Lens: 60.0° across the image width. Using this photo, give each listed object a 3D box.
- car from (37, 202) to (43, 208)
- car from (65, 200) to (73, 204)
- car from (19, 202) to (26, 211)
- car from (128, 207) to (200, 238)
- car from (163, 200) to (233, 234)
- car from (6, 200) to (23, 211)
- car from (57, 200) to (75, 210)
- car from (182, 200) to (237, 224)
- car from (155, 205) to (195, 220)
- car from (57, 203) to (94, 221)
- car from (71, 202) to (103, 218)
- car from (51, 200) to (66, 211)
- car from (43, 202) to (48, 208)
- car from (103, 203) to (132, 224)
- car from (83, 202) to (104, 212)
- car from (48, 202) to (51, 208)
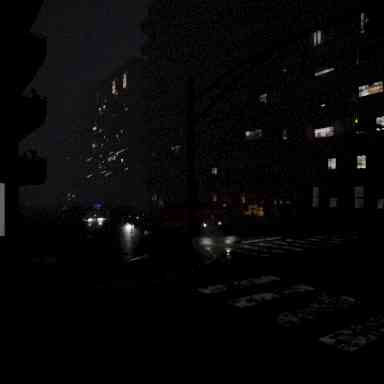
[{"bbox_3d":[-35.087,3.050,80.036,1.887,1.381,4.507,-1,0,-36],"label":"car"},{"bbox_3d":[-17.501,2.273,51.435,2.097,1.767,4.553,0,-1,-36],"label":"car"},{"bbox_3d":[-31.840,2.770,61.332,1.887,1.381,4.507,-1,0,-36],"label":"car"},{"bbox_3d":[-1.829,1.833,19.920,1.752,1.417,4.829,-1,0,-36],"label":"car"},{"bbox_3d":[0.013,1.532,21.804,2.150,2.045,5.566,0,-1,-36],"label":"car"},{"bbox_3d":[-35.169,2.640,65.917,2.192,1.841,5.009,-1,0,-36],"label":"car"},{"bbox_3d":[-25.122,2.524,66.278,2.192,1.841,5.009,-1,0,-36],"label":"car"},{"bbox_3d":[1.464,1.713,29.592,2.192,1.841,5.009,-1,0,-36],"label":"car"},{"bbox_3d":[-1.853,2.045,34.177,1.887,1.381,4.507,-1,0,-36],"label":"car"},{"bbox_3d":[-11.899,2.163,33.816,1.887,1.381,4.507,-1,0,-36],"label":"car"},{"bbox_3d":[-12.198,2.234,38.685,2.033,1.411,5.357,0,-1,-36],"label":"car"},{"bbox_3d":[-22.676,2.570,58.574,2.128,1.511,4.902,0,-1,-36],"label":"car"},{"bbox_3d":[-31.763,2.973,75.450,1.947,1.339,4.313,-1,0,-36],"label":"car"},{"bbox_3d":[-6.048,2.003,30.181,1.837,1.490,4.892,0,-1,-36],"label":"car"},{"bbox_3d":[-16.368,2.433,55.051,1.882,1.535,5.008,0,-1,-36],"label":"car"},{"bbox_3d":[-28.446,2.624,70.865,2.192,1.841,5.009,-1,0,-36],"label":"car"}]
